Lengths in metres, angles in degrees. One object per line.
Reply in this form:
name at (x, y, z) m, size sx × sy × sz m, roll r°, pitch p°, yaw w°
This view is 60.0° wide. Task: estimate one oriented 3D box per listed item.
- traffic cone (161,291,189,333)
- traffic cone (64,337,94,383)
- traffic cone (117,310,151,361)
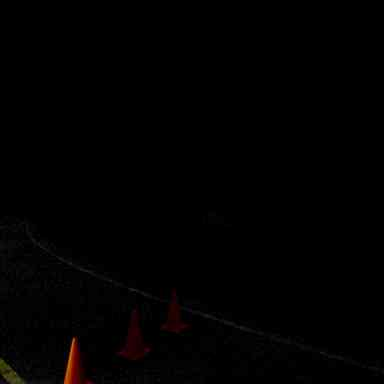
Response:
traffic cone at (-0.284, 1.932, 5.468) m, size 0.340 × 0.580 × 0.340 m, roll 1°, pitch 1°, yaw 31°
traffic cone at (-1.321, 1.945, 3.766) m, size 0.340 × 0.580 × 0.340 m, roll 1°, pitch 1°, yaw 31°
traffic cone at (-0.803, 1.938, 4.617) m, size 0.340 × 0.580 × 0.340 m, roll 1°, pitch 1°, yaw 31°
